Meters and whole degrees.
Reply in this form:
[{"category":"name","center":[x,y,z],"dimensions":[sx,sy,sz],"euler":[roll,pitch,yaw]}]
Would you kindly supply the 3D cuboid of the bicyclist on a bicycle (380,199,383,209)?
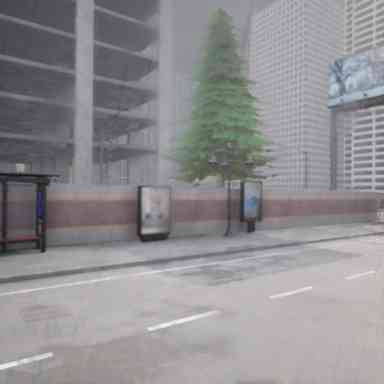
[{"category":"bicyclist on a bicycle","center":[30.153,1.910,52.561],"dimensions":[1.656,1.620,0.582],"euler":[0,0,-35]}]
